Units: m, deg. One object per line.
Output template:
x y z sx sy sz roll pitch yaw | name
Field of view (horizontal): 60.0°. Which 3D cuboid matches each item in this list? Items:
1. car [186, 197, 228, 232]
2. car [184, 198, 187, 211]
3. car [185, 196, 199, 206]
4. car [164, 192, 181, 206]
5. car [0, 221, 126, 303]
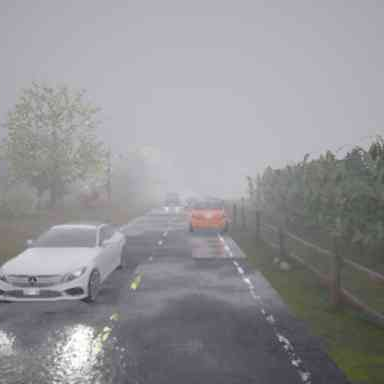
0.899 1.277 19.441 2.097 1.767 4.553 0 0 1 | car
0.009 1.384 38.575 2.033 1.411 5.357 0 0 0 | car
0.000 1.347 49.222 1.994 1.385 4.181 0 0 0 | car
-2.834 1.007 48.707 2.150 2.045 5.566 0 0 0 | car
-2.851 1.496 8.237 1.812 1.442 4.674 0 0 0 | car
